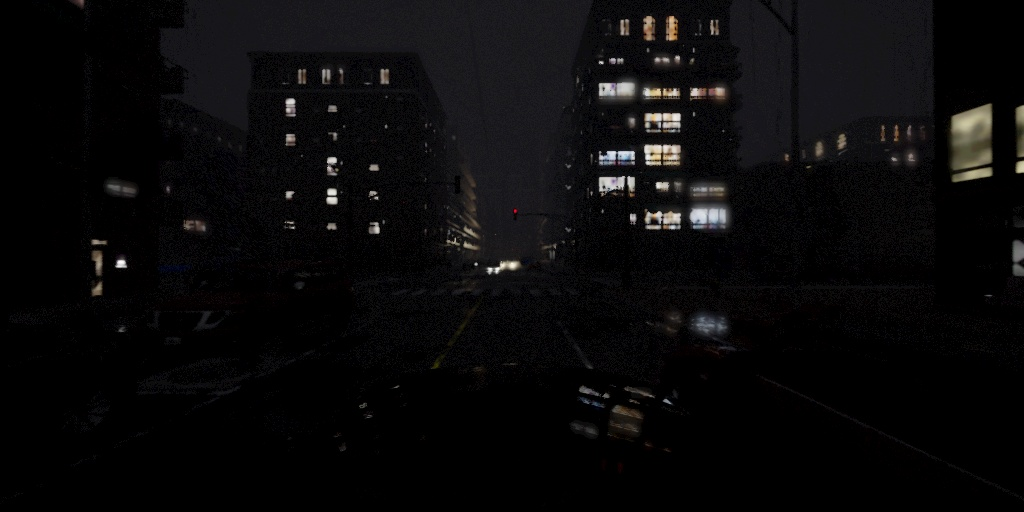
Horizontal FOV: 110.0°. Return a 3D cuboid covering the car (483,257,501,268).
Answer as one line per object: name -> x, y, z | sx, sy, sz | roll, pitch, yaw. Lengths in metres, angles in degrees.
car -> -2.729, 0.966, 54.207 | 2.128, 1.511, 4.902 | 0, 0, 0

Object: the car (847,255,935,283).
car -> 24.290, 0.840, 23.170 | 5.009, 1.841, 2.192 | 0, 0, 1

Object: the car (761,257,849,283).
car -> 18.697, 0.977, 23.259 | 4.097, 1.591, 1.967 | 0, 0, 1

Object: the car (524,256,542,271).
car -> 2.712, 1.044, 43.730 | 1.751, 1.417, 4.829 | 0, 0, 0

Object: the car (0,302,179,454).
car -> -5.451, 1.311, 2.624 | 1.948, 1.339, 4.313 | 0, 0, 0

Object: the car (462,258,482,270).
car -> -5.426, 1.056, 46.189 | 2.007, 1.370, 4.403 | 0, 0, 0

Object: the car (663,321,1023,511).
car -> 2.696, 1.185, 2.567 | 1.967, 1.591, 4.097 | 0, 0, 0

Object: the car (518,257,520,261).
car -> 2.591, 0.738, 63.216 | 2.192, 1.841, 5.009 | 0, 0, 0

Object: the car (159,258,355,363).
car -> -5.449, 1.027, 8.270 | 2.192, 1.841, 5.009 | 0, 0, 0

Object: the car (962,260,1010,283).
car -> 29.882, 1.095, 23.081 | 4.207, 1.307, 1.802 | 0, 0, 1

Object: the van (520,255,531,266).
van -> 2.621, 0.790, 57.563 | 1.690, 1.789, 3.998 | 0, 0, 0
